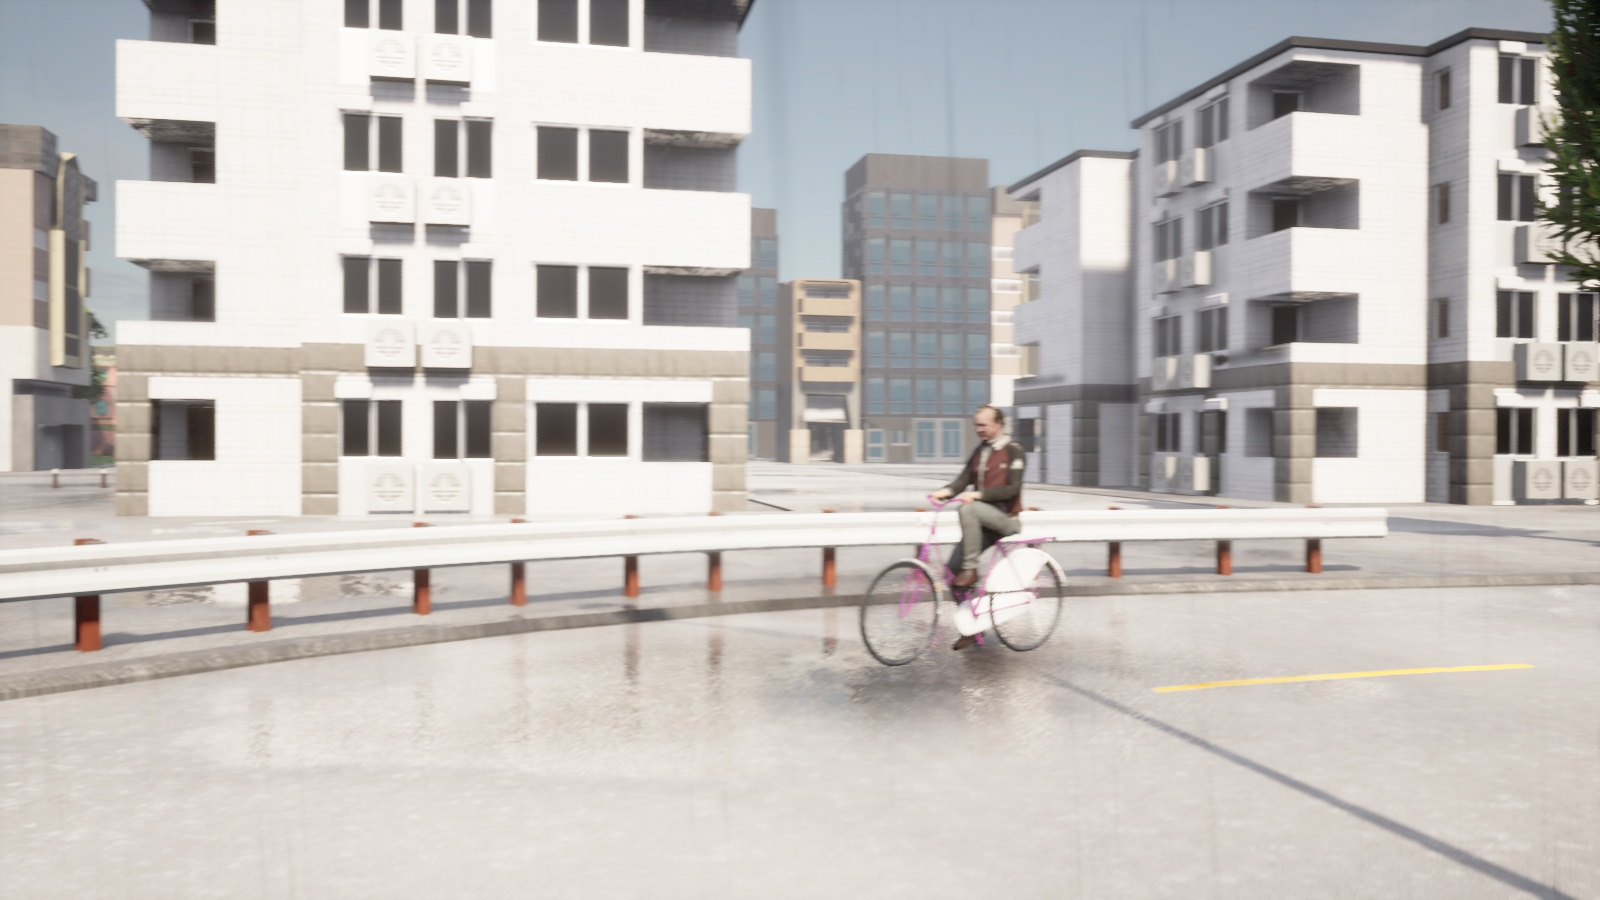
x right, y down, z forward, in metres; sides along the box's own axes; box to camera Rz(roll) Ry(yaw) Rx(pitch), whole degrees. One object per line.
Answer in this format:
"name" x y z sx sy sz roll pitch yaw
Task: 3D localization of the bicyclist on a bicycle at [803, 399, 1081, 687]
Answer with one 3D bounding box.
"bicyclist on a bicycle" 0.989 0.571 8.523 1.843 1.776 0.659 0 1 -34
